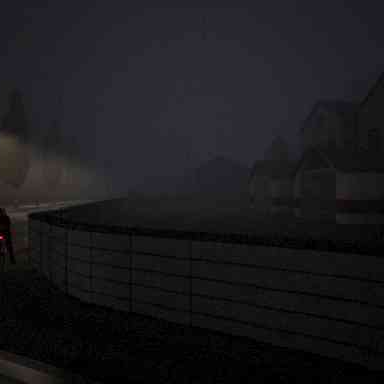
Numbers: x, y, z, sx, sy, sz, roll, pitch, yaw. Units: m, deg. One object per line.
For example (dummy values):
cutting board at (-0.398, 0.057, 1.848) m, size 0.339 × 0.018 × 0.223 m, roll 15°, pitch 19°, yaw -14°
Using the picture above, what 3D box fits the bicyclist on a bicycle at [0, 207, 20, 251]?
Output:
bicyclist on a bicycle at (-7.668, 1.453, 13.484) m, size 0.582 × 1.620 × 1.656 m, roll 0°, pitch 0°, yaw -3°

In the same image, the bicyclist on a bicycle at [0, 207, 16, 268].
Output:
bicyclist on a bicycle at (-5.537, 1.302, 9.622) m, size 0.582 × 1.620 × 1.656 m, roll 0°, pitch 0°, yaw -36°
